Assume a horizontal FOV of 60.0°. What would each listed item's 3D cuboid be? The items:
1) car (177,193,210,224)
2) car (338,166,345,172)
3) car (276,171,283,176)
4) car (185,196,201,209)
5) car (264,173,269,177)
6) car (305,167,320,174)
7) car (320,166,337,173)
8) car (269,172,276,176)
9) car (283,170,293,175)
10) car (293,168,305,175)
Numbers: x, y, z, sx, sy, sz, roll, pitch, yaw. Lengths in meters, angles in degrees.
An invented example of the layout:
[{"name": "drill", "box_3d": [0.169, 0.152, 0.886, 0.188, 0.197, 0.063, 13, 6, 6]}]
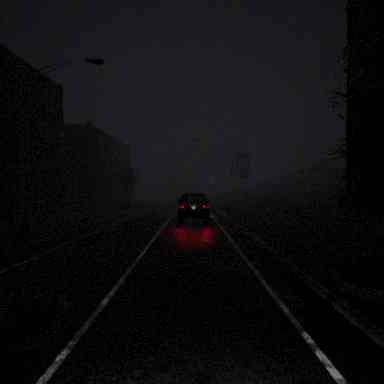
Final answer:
[{"name": "car", "box_3d": [0.103, 1.080, 23.738, 2.150, 2.045, 5.566, 0, 0, 0]}, {"name": "car", "box_3d": [25.044, -3.654, 51.014, 2.231, 1.521, 4.892, 0, 1, -9]}, {"name": "car", "box_3d": [22.097, -4.278, 78.579, 2.002, 1.452, 4.674, 0, 1, -2]}, {"name": "car", "box_3d": [0.104, 1.279, 41.615, 1.812, 1.442, 4.674, 0, 1, 0]}, {"name": "car", "box_3d": [21.735, -4.555, 89.638, 2.231, 1.521, 4.892, 0, 1, -1]}, {"name": "car", "box_3d": [23.537, -3.887, 61.848, 2.163, 1.488, 4.792, 0, 1, -6]}, {"name": "car", "box_3d": [24.239, -3.745, 56.375, 2.002, 1.452, 4.674, 0, 1, -7]}, {"name": "car", "box_3d": [21.864, -4.446, 84.120, 2.231, 1.521, 4.892, 0, 1, -1]}, {"name": "car", "box_3d": [22.449, -4.186, 73.043, 2.097, 1.535, 5.008, 0, 1, -4]}, {"name": "car", "box_3d": [22.917, -4.179, 67.537, 2.185, 1.767, 4.553, 0, 1, -5]}]
